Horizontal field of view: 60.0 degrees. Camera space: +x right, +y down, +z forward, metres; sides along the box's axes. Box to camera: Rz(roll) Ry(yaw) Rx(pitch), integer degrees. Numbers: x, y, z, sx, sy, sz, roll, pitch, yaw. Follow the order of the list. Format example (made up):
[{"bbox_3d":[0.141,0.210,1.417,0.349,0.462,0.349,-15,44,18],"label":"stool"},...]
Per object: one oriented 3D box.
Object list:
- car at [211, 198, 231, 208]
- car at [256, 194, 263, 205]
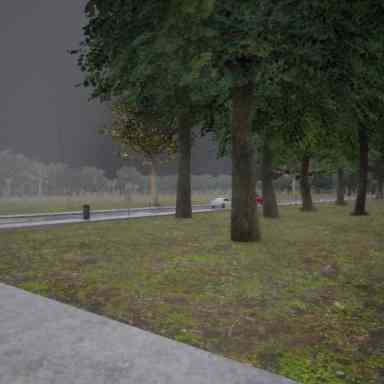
[{"bbox_3d":[4.455,1.575,47.789,1.812,1.442,4.674,0,0,36],"label":"car"},{"bbox_3d":[10.227,1.273,55.829,2.150,2.045,5.566,0,0,36],"label":"car"}]
